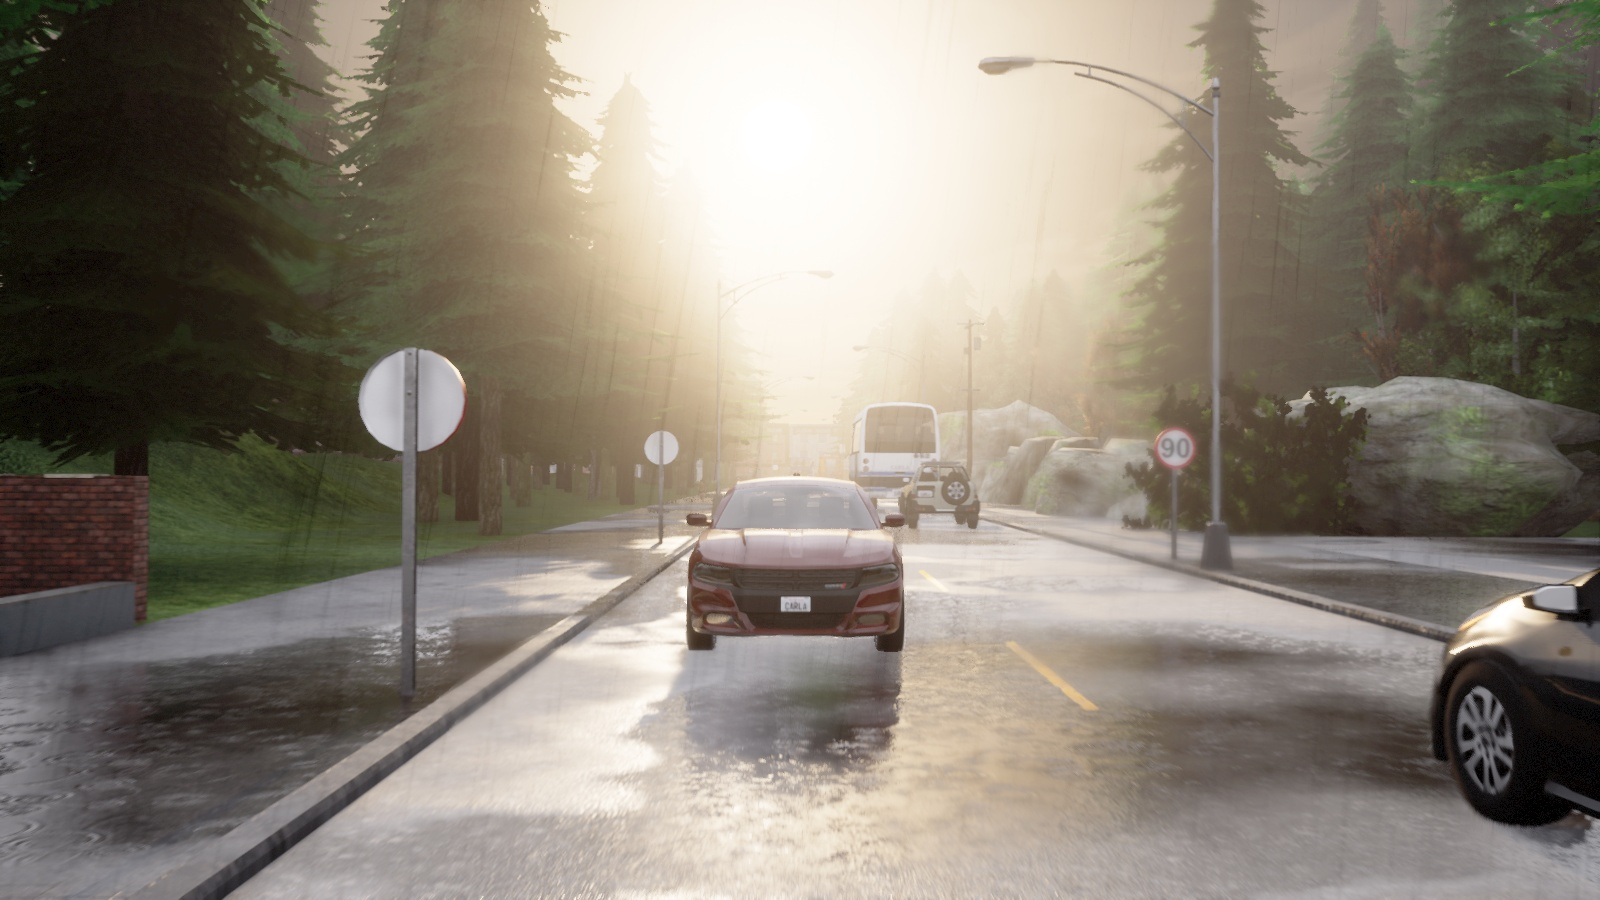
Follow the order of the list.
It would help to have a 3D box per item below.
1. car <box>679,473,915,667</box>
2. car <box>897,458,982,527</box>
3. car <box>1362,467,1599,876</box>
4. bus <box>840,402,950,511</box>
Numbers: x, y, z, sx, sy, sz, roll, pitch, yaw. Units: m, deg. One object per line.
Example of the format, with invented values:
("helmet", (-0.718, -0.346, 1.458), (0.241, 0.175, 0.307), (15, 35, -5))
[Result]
("car", (-0.032, 1.002, 12.525), (1.882, 1.535, 5.008), (0, -1, 0))
("car", (3.911, 1.212, 35.864), (1.932, 1.855, 4.605), (0, -2, 0))
("car", (3.989, 0.819, 4.378), (2.007, 1.525, 4.514), (0, -1, 0))
("bus", (3.890, 0.334, 54.474), (3.944, 4.253, 10.273), (0, -1, 0))
